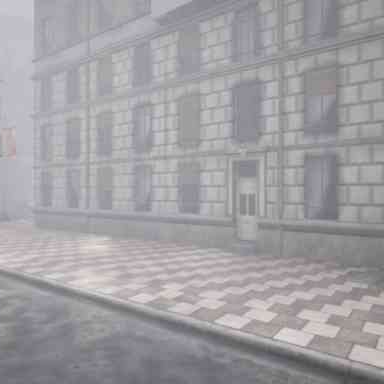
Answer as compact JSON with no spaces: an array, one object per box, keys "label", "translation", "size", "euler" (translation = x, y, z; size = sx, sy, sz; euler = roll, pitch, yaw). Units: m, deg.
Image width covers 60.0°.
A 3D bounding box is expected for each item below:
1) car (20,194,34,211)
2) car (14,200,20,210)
[{"label":"car","translation":[-17.025,1.352,38.868],"size":[2.097,1.767,4.553],"euler":[0,0,36]},{"label":"car","translation":[-19.215,1.221,41.817],"size":[2.150,2.045,5.566],"euler":[0,0,36]}]
